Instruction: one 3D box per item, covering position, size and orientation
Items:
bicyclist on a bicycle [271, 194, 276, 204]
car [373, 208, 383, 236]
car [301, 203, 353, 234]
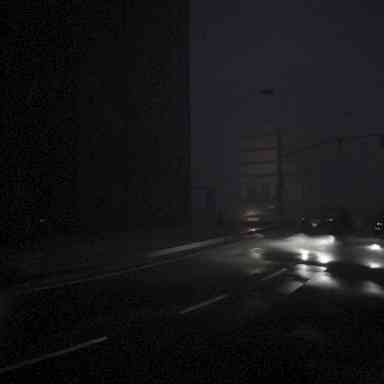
[{"bbox_3d":[14.067,1.214,57.379,0.582,1.620,1.656,-1,0,37],"label":"bicyclist on a bicycle"},{"bbox_3d":[10.557,1.401,16.878,1.837,1.490,4.892,-1,0,38],"label":"car"},{"bbox_3d":[7.812,1.414,19.049,2.128,1.511,4.902,-1,0,38],"label":"car"}]
